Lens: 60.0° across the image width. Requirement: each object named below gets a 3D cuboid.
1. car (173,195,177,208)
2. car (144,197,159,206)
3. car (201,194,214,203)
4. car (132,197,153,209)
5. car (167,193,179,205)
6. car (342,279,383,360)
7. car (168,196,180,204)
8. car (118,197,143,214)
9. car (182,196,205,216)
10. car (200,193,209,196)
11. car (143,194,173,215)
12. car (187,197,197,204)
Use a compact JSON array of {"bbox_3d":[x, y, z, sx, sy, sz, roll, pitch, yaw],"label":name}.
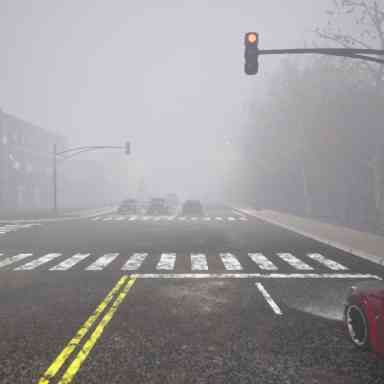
[{"bbox_3d":[-3.411,1.533,43.607,2.033,1.411,5.357,0,0,1],"label":"car"},{"bbox_3d":[-6.668,1.506,55.231,1.812,1.442,4.674,0,0,0],"label":"car"},{"bbox_3d":[3.235,1.576,66.113,1.895,1.301,4.718,0,0,0],"label":"car"},{"bbox_3d":[-6.663,1.476,45.098,2.128,1.511,4.902,0,0,0],"label":"car"},{"bbox_3d":[-3.425,1.202,53.965,2.150,2.045,5.566,0,0,1],"label":"car"},{"bbox_3d":[3.347,1.563,3.531,1.994,1.385,4.181,0,0,0],"label":"car"},{"bbox_3d":[-3.406,1.523,64.569,2.033,1.411,5.357,0,0,0],"label":"car"},{"bbox_3d":[-6.653,1.494,35.675,1.837,1.490,4.892,0,0,0],"label":"car"},{"bbox_3d":[0.053,1.467,33.043,1.882,1.535,5.008,0,0,1],"label":"car"},{"bbox_3d":[3.123,1.194,76.296,2.150,2.045,5.566,0,0,0],"label":"car"},{"bbox_3d":[-3.403,1.342,34.133,2.097,1.767,4.553,0,0,0],"label":"car"},{"bbox_3d":[-0.009,1.577,63.875,1.895,1.301,4.718,0,0,0],"label":"car"}]
